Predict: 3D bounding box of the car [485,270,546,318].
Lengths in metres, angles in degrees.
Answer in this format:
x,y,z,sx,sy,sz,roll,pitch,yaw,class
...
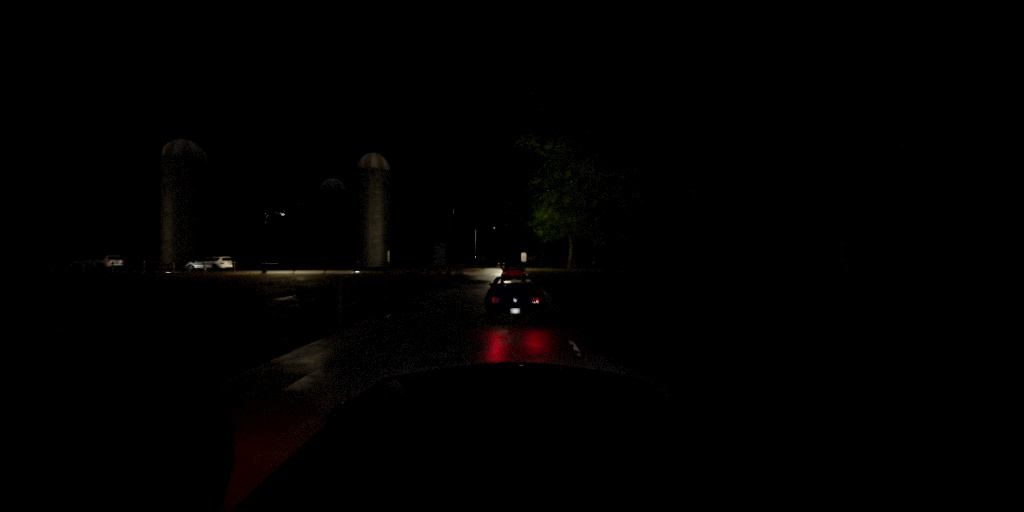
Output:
x,y,z,sx,sy,sz,roll,pitch,yaw,class
0.102,1.361,13.004,1.895,1.301,4.718,0,0,0,car

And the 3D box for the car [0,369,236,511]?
x,y,z,sx,sy,sz,roll,pitch,yaw,class
-2.850,1.226,0.368,1.882,1.535,5.008,0,0,0,car

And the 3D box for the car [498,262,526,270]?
x,y,z,sx,sy,sz,roll,pitch,yaw,class
0.103,1.343,27.553,1.812,1.442,4.674,0,-1,0,car

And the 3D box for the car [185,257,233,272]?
x,y,z,sx,sy,sz,roll,pitch,yaw,class
-41.949,1.111,49.806,5.566,2.045,2.150,0,0,0,car

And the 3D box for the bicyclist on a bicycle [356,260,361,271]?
x,y,z,sx,sy,sz,roll,pitch,yaw,class
-22.740,1.389,53.078,0.582,1.620,1.656,0,0,0,bicyclist on a bicycle
